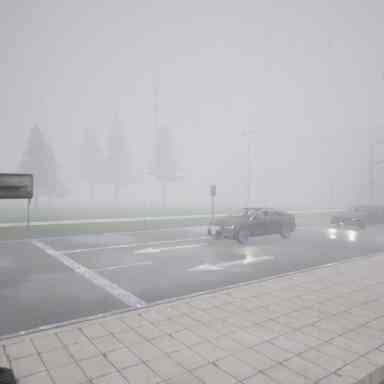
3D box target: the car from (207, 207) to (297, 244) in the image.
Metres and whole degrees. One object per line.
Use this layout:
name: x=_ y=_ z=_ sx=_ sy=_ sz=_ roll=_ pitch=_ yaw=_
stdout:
car: x=2.929 y=1.491 z=15.901 sx=4.902 sy=1.511 sz=2.128 roll=0 pitch=0 yaw=-35

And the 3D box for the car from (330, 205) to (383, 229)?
car: x=11.327 y=1.547 z=21.850 sx=5.357 sy=1.411 sz=2.033 roll=0 pitch=0 yaw=-35
